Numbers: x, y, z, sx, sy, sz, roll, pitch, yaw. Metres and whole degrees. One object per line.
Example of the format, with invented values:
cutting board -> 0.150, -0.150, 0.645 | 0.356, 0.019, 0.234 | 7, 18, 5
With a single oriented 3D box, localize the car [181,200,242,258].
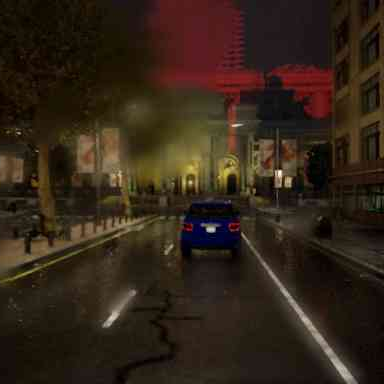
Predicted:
car -> 0.795, 1.350, 13.628 | 2.150, 2.045, 5.566 | 0, 0, 4

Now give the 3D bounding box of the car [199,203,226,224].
car -> 1.793, 1.774, 28.867 | 2.128, 1.511, 4.902 | 0, 0, 4
